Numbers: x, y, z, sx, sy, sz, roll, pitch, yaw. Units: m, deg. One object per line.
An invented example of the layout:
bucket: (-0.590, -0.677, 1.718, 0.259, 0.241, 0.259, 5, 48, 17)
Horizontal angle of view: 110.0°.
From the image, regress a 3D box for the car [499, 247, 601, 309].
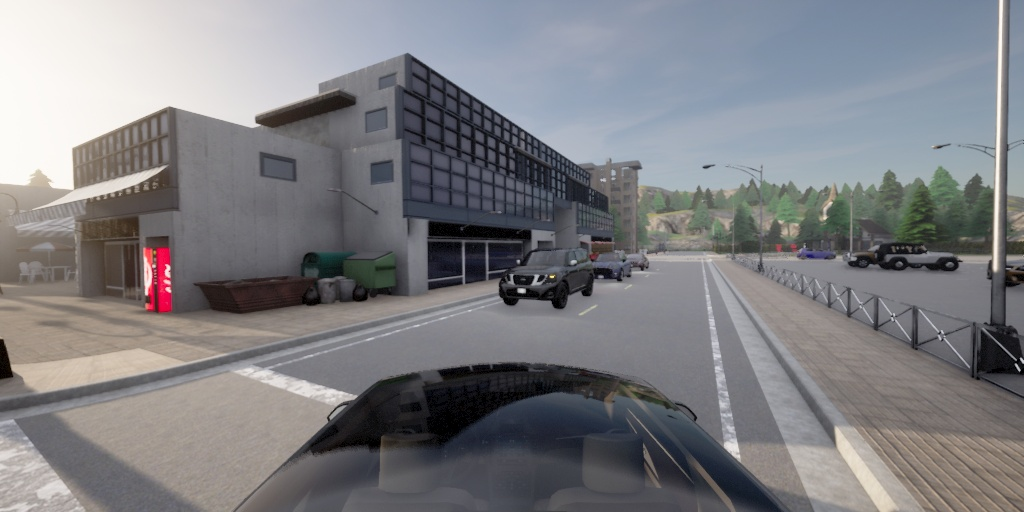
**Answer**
car: (1.588, 0.697, 13.949, 2.150, 2.045, 5.566, 0, 1, 28)

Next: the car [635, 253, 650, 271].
car: (10.918, 0.475, 31.717, 1.812, 1.442, 4.674, 0, 2, 28)

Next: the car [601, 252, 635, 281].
car: (6.159, 0.569, 22.659, 2.097, 1.767, 4.553, 0, 1, 28)
